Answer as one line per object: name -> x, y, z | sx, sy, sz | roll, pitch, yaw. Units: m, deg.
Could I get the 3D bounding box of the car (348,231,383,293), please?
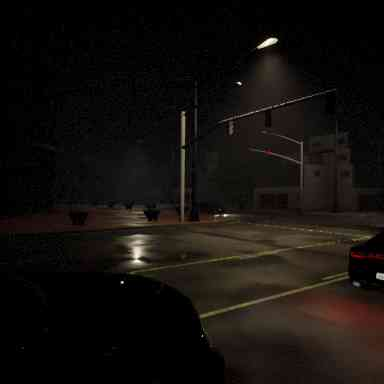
car -> 5.718, 1.498, 7.862 | 5.008, 1.535, 1.882 | 0, 0, -35

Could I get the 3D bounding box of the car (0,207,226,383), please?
car -> -2.361, 1.222, 2.060 | 5.566, 2.045, 2.150 | 0, 0, -36

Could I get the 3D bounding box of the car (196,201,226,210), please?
car -> 1.757, 1.656, 36.105 | 1.994, 1.385, 4.181 | 1, -1, -35
